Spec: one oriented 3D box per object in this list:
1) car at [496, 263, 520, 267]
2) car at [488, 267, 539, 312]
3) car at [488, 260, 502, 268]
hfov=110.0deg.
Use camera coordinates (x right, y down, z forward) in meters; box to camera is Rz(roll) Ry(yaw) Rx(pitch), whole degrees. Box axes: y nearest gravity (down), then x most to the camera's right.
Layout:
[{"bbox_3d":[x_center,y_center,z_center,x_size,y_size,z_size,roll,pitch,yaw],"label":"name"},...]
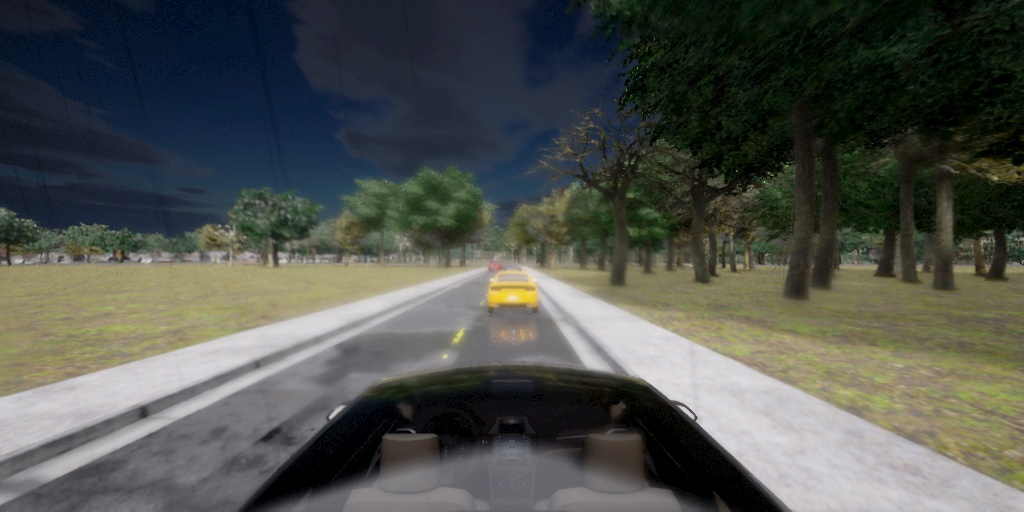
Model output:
[{"bbox_3d":[0.052,1.548,29.189,2.128,1.511,4.902,0,-1,1],"label":"car"},{"bbox_3d":[0.055,1.376,15.051,1.882,1.535,5.008,0,-1,0],"label":"car"},{"bbox_3d":[-2.786,1.616,59.759,2.150,2.045,5.566,0,0,1],"label":"car"}]
